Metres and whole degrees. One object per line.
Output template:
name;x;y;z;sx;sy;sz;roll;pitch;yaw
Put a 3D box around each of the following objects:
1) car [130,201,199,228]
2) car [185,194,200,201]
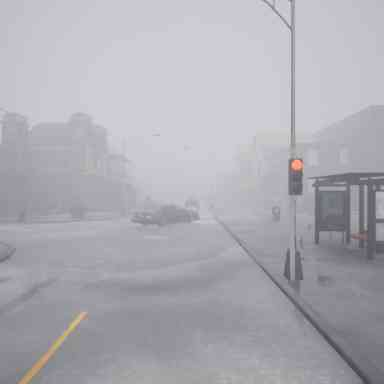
car;-1.703;1.547;22.557;2.033;1.411;5.357;0;0;37
car;0.027;1.504;48.121;1.837;1.490;4.892;0;0;0
